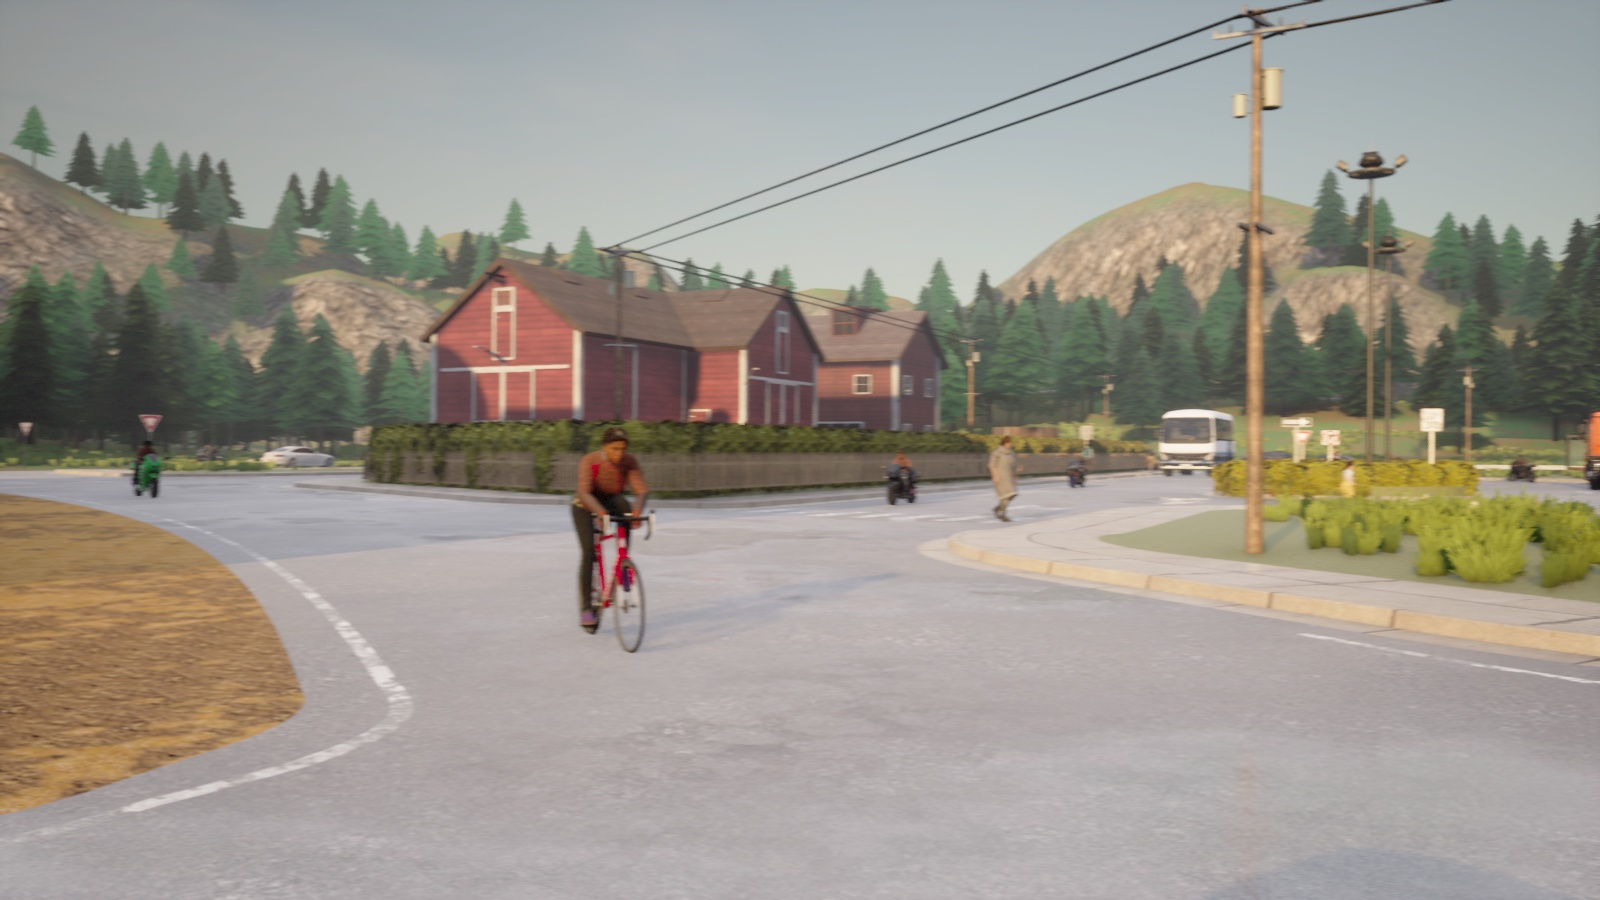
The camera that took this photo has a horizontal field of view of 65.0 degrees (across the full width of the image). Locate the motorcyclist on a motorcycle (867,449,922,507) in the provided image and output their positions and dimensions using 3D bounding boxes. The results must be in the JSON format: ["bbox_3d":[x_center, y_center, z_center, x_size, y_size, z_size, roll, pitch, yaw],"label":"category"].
[{"bbox_3d":[2.618,0.748,34.490,0.797,1.523,2.044,0,0,26],"label":"motorcyclist on a motorcycle"}]

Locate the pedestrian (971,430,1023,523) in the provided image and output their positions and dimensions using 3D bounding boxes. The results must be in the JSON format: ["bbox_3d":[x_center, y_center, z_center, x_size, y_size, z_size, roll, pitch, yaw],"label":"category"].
[{"bbox_3d":[4.188,0.551,26.688,0.659,1.952,0.873,0,0,-44],"label":"pedestrian"}]

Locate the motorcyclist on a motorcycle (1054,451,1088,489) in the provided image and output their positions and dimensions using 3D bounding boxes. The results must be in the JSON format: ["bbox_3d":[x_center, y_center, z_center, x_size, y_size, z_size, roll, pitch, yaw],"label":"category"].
[{"bbox_3d":[11.299,0.826,52.353,0.866,1.530,2.191,0,0,26],"label":"motorcyclist on a motorcycle"}]

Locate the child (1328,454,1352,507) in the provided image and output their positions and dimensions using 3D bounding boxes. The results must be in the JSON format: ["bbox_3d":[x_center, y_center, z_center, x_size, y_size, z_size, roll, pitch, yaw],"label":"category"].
[{"bbox_3d":[12.909,0.718,30.020,0.437,1.263,0.270,0,0,-5],"label":"child"}]

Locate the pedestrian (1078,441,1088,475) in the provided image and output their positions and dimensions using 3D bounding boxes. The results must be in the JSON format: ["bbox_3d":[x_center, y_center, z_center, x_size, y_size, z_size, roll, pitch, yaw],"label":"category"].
[{"bbox_3d":[15.972,0.465,70.922,0.396,1.930,0.692,0,0,28],"label":"pedestrian"}]

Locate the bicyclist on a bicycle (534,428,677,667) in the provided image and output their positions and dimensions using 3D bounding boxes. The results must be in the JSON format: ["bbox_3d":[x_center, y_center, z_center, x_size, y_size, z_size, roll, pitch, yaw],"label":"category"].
[{"bbox_3d":[-1.488,0.661,9.378,0.582,1.620,1.656,0,0,-26],"label":"bicyclist on a bicycle"}]

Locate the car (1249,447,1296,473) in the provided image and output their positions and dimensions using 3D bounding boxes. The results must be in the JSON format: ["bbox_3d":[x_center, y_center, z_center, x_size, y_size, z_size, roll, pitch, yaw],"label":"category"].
[{"bbox_3d":[33.619,0.709,89.292,2.097,1.767,4.553,0,0,34],"label":"car"}]

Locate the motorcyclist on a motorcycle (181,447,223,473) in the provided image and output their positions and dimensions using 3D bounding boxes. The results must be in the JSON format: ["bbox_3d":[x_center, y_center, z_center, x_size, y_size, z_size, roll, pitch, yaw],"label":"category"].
[{"bbox_3d":[-35.932,0.614,75.471,0.866,1.530,2.191,0,0,26],"label":"motorcyclist on a motorcycle"}]

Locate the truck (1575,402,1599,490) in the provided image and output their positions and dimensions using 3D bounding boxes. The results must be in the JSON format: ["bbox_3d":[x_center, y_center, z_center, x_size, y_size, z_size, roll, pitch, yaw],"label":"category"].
[{"bbox_3d":[34.095,-0.150,51.672,2.891,3.462,7.936,0,0,25],"label":"truck"}]

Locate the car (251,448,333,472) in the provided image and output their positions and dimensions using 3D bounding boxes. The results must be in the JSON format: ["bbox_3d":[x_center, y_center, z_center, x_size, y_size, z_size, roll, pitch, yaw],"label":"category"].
[{"bbox_3d":[-31.170,0.614,77.211,1.812,1.442,4.674,0,0,26],"label":"car"}]

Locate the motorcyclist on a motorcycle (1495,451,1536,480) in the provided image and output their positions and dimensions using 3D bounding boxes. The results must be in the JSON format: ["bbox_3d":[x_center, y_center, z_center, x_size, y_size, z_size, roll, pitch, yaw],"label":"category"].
[{"bbox_3d":[38.925,0.831,68.360,0.797,1.523,2.044,0,0,-12],"label":"motorcyclist on a motorcycle"}]

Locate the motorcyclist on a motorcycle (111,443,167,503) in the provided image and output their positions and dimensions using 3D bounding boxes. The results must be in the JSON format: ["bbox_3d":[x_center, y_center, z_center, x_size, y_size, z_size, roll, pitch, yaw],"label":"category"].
[{"bbox_3d":[-17.259,0.573,32.783,0.797,1.523,2.044,0,0,-43],"label":"motorcyclist on a motorcycle"}]

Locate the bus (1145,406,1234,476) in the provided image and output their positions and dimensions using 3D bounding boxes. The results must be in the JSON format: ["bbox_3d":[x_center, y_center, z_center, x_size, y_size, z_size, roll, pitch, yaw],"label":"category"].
[{"bbox_3d":[25.358,-0.545,81.360,3.944,4.253,10.273,0,0,26],"label":"bus"}]
